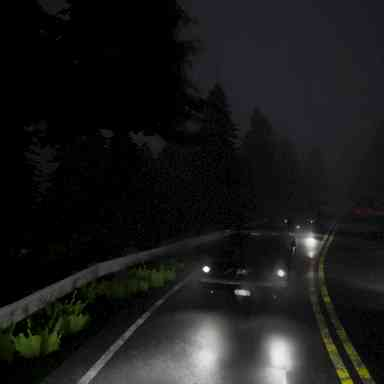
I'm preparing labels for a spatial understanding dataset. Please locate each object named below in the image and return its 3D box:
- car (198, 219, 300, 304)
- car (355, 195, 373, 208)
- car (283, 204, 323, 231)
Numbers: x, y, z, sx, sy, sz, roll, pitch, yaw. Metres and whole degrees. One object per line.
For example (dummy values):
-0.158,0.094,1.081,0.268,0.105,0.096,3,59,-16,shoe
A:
1.643,1.599,8.436,1.895,1.301,4.718,-1,0,18,car
20.821,1.057,40.170,2.128,1.511,4.902,-2,0,28,car
6.831,1.459,20.165,2.033,1.411,5.357,-2,0,26,car
